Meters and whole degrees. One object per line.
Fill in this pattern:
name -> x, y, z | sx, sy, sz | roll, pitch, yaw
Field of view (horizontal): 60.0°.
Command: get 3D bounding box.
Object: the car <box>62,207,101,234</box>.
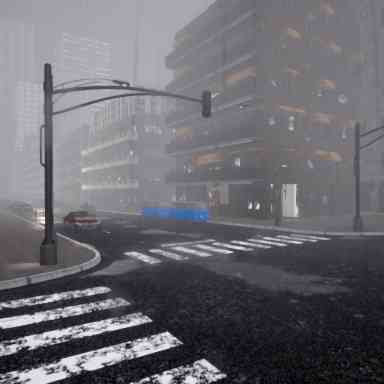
car -> -7.263, 1.874, 21.687 | 1.802, 1.307, 4.206 | -1, 0, -33

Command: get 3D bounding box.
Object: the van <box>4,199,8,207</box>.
van -> -31.877, 2.223, 59.138 | 1.690, 1.788, 3.998 | -1, 0, -33

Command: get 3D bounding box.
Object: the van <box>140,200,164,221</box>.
van -> -3.353, 1.675, 30.929 | 1.690, 1.788, 3.998 | -1, 0, -33

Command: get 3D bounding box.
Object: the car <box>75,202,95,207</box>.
car -> -15.652, 2.210, 49.654 | 1.802, 1.307, 4.206 | -1, 0, -33

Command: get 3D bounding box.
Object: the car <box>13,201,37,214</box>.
car -> -22.644, 2.242, 45.094 | 1.802, 1.307, 4.206 | -1, 0, -33

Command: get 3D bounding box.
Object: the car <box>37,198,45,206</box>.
car -> -34.115, 2.387, 77.743 | 2.192, 1.841, 5.009 | -1, 0, -33

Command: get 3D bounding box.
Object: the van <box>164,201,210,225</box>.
van -> -0.277, 1.601, 26.247 | 1.690, 1.788, 3.998 | -1, 0, -33

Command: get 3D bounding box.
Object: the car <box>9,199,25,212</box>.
car -> -25.723, 2.174, 49.775 | 1.967, 1.590, 4.097 | -1, 0, -33

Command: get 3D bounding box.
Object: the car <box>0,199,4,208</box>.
car -> -38.049, 2.345, 68.489 | 2.192, 1.841, 5.009 | -1, 0, -33

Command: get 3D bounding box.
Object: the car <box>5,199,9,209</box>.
car -> -28.796, 2.359, 54.457 | 2.008, 1.369, 4.403 | -1, 0, -33

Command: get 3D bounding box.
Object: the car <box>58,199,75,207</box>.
car -> -21.899, 2.304, 59.159 | 1.752, 1.417, 4.829 | -1, 0, -33

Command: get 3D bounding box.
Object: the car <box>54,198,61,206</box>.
car -> -27.962, 2.239, 68.380 | 2.192, 1.841, 5.009 | -1, 0, -33

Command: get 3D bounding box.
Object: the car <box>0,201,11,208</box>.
car -> -41.134, 2.655, 73.160 | 2.008, 1.369, 4.403 | -1, 0, -33
